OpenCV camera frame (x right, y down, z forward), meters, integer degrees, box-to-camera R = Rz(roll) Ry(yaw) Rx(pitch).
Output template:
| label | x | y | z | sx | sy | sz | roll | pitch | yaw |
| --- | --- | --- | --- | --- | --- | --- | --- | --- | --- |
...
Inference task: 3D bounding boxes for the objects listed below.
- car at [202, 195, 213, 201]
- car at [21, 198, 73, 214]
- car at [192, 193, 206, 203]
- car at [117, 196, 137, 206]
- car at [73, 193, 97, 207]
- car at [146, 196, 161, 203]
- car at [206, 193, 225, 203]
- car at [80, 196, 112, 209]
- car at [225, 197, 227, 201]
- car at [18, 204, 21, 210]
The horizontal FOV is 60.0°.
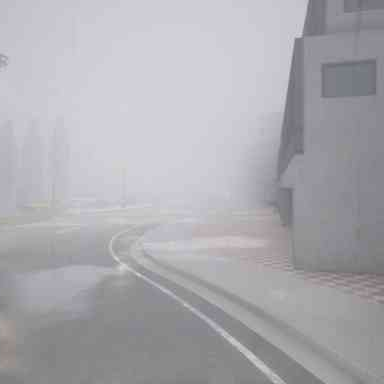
| label | x | y | z | sx | sy | sz | roll | pitch | yaw |
| --- | --- | --- | --- | --- | --- | --- | --- | --- | --- |
| car | 3.898 | 1.355 | 81.349 | 1.812 | 1.442 | 4.674 | 0 | 0 | 13 |
| car | -15.420 | 1.477 | 35.745 | 1.882 | 1.535 | 5.008 | 0 | 0 | 17 |
| car | 1.607 | 1.216 | 71.642 | 2.150 | 2.045 | 5.566 | 0 | 0 | 13 |
| car | -10.687 | 1.490 | 54.719 | 2.128 | 1.511 | 4.902 | 0 | 0 | 14 |
| car | -15.770 | 1.220 | 48.500 | 2.150 | 2.045 | 5.566 | 0 | 0 | 13 |
| car | -7.775 | 1.562 | 66.829 | 1.994 | 1.385 | 4.181 | 0 | 0 | 14 |
| car | 5.011 | 1.223 | 70.783 | 2.150 | 2.045 | 5.566 | 0 | 0 | 13 |
| car | -12.859 | 1.600 | 45.556 | 1.895 | 1.301 | 4.718 | 0 | 0 | 13 |
| car | 7.391 | 1.551 | 80.915 | 1.994 | 1.385 | 4.181 | 0 | 0 | 13 |
| car | -18.045 | 1.600 | 39.175 | 1.895 | 1.301 | 4.718 | 0 | 0 | 14 |
